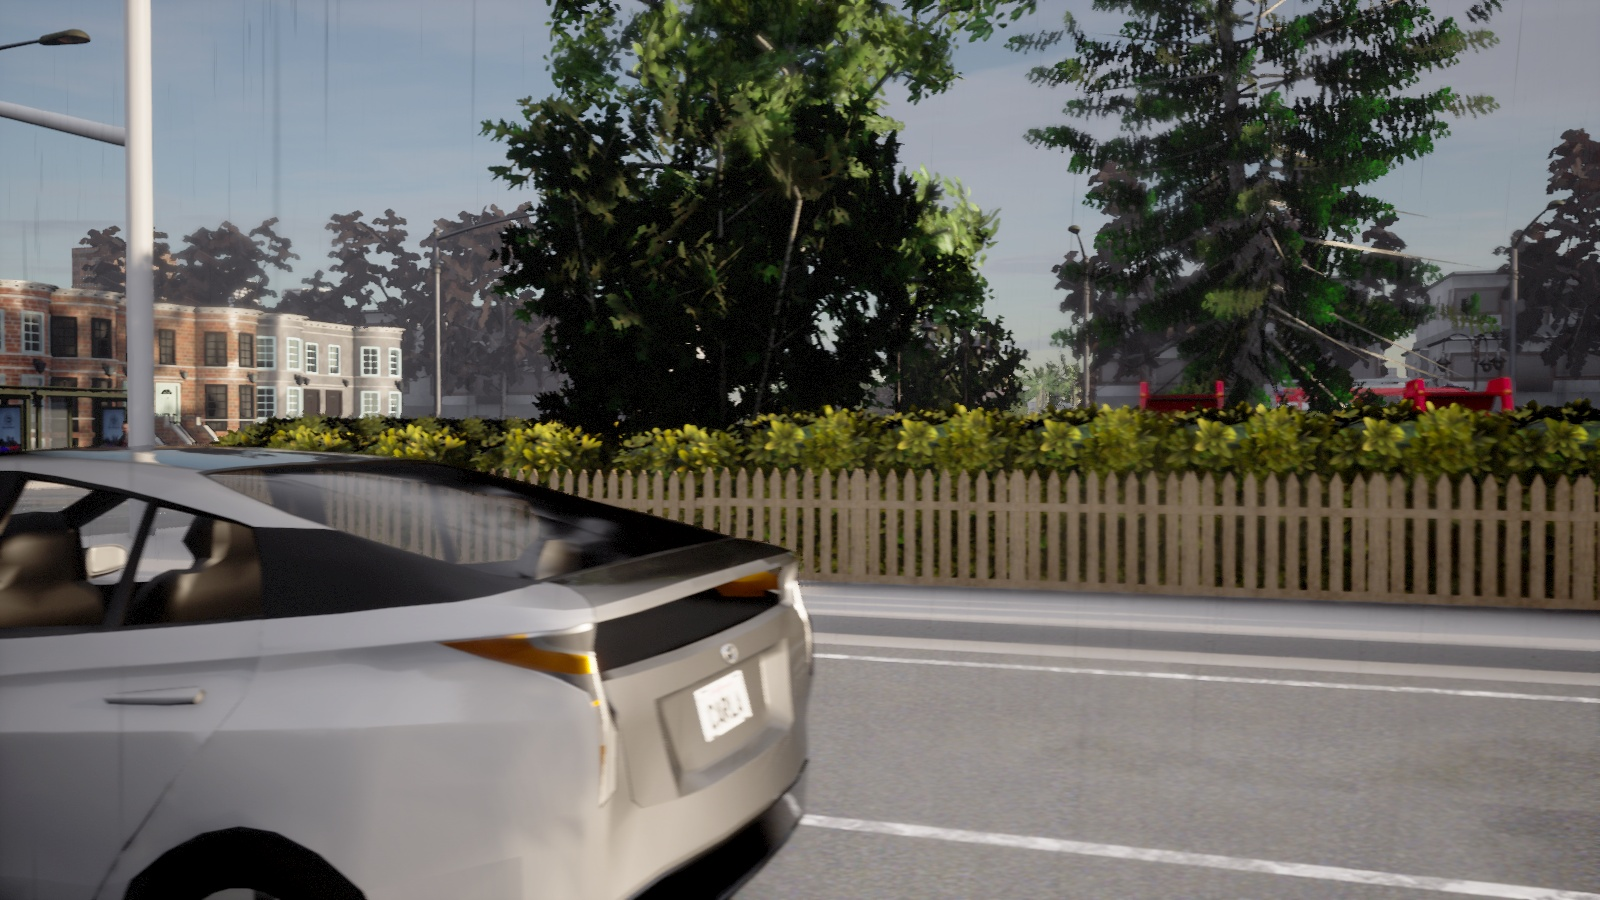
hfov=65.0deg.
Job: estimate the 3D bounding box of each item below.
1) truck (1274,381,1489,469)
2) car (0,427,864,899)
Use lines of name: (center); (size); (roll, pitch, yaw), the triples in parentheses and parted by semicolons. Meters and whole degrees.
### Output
truck: (26.232, -1.144, 57.134); (8.468, 3.827, 2.891); (1, 1, 15)
car: (-2.249, 0.695, 3.947); (4.514, 1.525, 2.007); (1, 1, 19)
